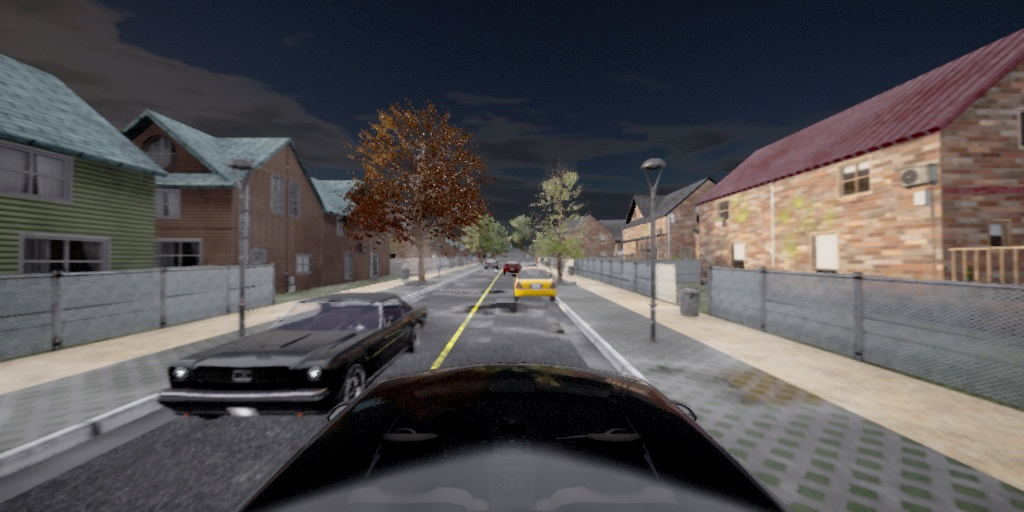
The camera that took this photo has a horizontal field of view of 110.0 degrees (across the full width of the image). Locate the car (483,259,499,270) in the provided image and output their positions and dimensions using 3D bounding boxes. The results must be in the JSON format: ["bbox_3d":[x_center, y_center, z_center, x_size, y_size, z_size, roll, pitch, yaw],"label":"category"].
[{"bbox_3d":[-2.821,1.163,49.466,1.812,1.442,4.674,0,0,0],"label":"car"}]

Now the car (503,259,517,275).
[{"bbox_3d":[0.027,1.138,38.349,1.882,1.535,5.008,0,0,0],"label":"car"}]

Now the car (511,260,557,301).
[{"bbox_3d":[0.962,1.166,16.829,1.801,1.575,5.366,0,0,0],"label":"car"}]

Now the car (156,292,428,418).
[{"bbox_3d":[-2.849,1.339,6.001,1.895,1.301,4.718,0,0,0],"label":"car"}]
